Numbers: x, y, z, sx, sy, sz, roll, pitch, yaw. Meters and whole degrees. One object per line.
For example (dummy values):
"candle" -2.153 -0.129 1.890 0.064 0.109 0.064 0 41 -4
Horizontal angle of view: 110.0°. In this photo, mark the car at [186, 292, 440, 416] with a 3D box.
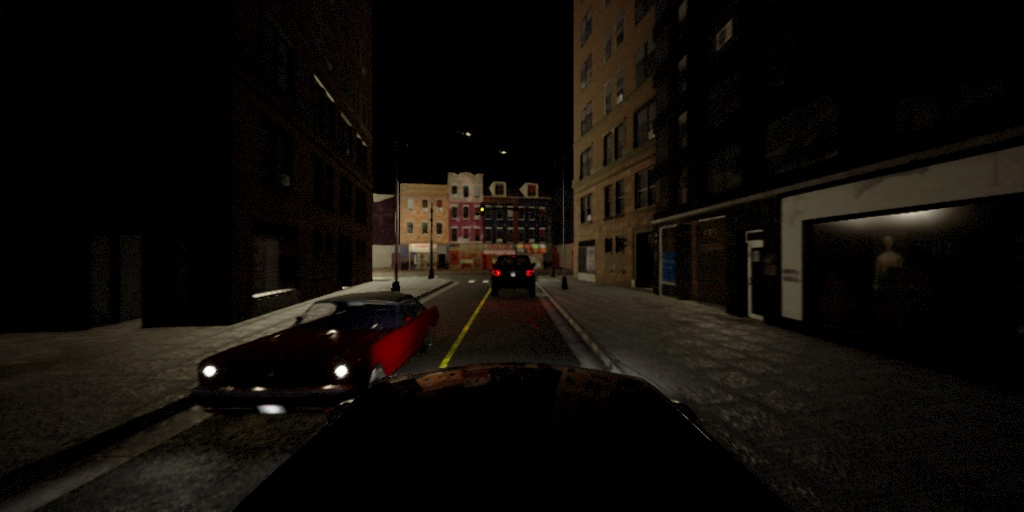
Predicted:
"car" -2.599 1.342 6.076 1.895 1.301 4.718 0 0 0

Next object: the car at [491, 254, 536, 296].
"car" 0.088 0.936 19.048 2.150 2.045 5.566 0 0 1
